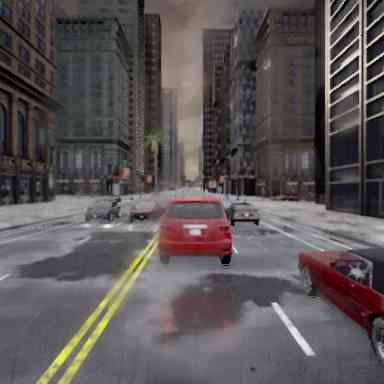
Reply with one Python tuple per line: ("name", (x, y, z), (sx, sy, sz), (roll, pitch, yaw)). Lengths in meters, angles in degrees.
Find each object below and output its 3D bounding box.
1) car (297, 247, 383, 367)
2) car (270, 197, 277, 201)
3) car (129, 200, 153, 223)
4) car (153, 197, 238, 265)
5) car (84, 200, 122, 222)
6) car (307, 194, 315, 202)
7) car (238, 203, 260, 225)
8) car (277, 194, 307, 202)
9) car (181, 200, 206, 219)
("car", (3.314, 1.575, 5.544), (1.895, 1.301, 4.718), (0, 0, 0))
("car", (20.620, 1.376, 77.768), (4.829, 1.417, 1.752), (1, -1, 0))
("car", (-3.342, 1.359, 24.547), (1.882, 1.535, 5.008), (0, 0, 0))
("car", (0.099, 1.167, 11.657), (2.150, 2.045, 5.566), (0, 0, 0))
("car", (-6.592, 1.384, 25.041), (1.837, 1.490, 4.892), (0, 0, 0))
("car", (25.847, 1.266, 69.223), (5.009, 1.841, 2.192), (1, -1, 0))
("car", (3.344, 1.438, 22.829), (2.033, 1.411, 5.357), (0, 0, 0))
("car", (20.757, 1.427, 69.240), (4.507, 1.381, 1.887), (1, -1, 0))
("car", (0.105, 1.423, 28.430), (1.994, 1.385, 4.181), (0, 0, 0))
